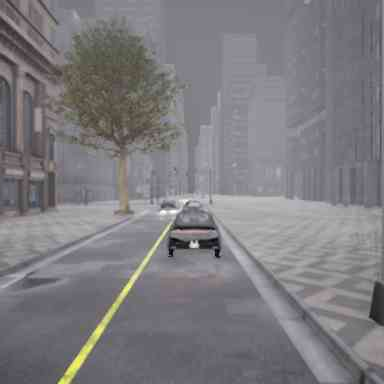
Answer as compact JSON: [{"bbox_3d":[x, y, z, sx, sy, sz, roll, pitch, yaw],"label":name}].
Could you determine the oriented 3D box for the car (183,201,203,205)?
[{"bbox_3d":[0.080,1.505,29.075,1.812,1.442,4.674,0,0,0],"label":"car"}]

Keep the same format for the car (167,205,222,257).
[{"bbox_3d":[0.082,1.477,12.942,2.128,1.511,4.902,0,0,0],"label":"car"}]

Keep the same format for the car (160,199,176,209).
[{"bbox_3d":[-3.094,1.586,43.994,1.895,1.301,4.718,0,0,0],"label":"car"}]
